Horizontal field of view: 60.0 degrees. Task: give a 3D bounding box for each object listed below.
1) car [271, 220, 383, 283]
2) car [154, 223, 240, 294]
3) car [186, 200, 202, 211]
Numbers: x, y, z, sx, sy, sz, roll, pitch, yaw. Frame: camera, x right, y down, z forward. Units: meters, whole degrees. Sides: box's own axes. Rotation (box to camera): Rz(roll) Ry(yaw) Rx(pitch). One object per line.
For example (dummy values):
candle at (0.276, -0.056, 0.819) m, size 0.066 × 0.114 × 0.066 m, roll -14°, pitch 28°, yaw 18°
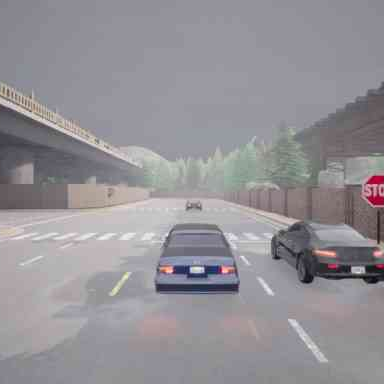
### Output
car at (3.600, 1.526, 9.505) m, size 1.812 × 1.442 × 4.674 m, roll 0°, pitch 0°, yaw 0°
car at (0.099, 1.547, 8.908) m, size 2.033 × 1.411 × 5.357 m, roll 0°, pitch 0°, yaw 0°
car at (0.223, 1.601, 41.467) m, size 1.895 × 1.301 × 4.718 m, roll 0°, pitch 0°, yaw 0°
